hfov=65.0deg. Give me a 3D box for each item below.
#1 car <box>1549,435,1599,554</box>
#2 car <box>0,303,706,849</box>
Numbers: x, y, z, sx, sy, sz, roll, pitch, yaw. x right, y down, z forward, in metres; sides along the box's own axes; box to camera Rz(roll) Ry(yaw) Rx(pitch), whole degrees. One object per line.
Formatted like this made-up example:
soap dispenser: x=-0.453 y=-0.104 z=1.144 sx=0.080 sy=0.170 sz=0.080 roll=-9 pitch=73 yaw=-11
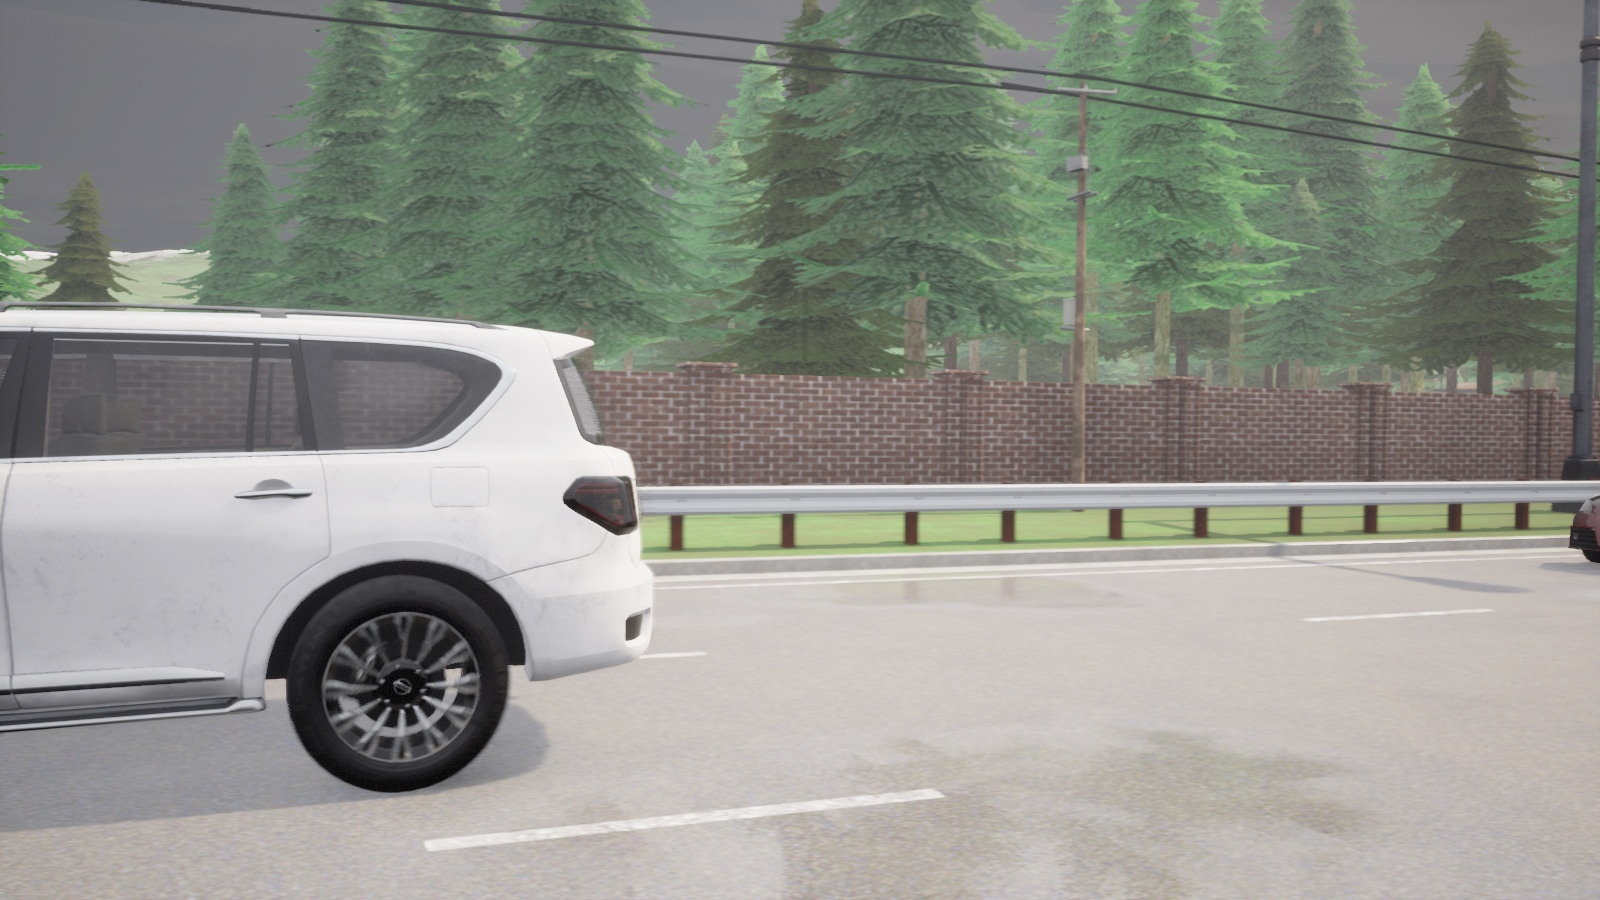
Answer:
car: x=11.401 y=0.494 z=15.056 sx=4.181 sy=1.385 sz=1.994 roll=-1 pitch=1 yaw=-21
car: x=-3.418 y=0.461 z=5.682 sx=5.566 sy=2.045 sz=2.150 roll=-1 pitch=1 yaw=-21
